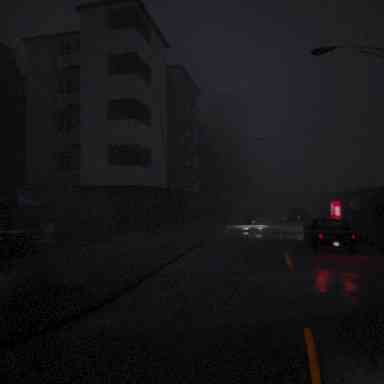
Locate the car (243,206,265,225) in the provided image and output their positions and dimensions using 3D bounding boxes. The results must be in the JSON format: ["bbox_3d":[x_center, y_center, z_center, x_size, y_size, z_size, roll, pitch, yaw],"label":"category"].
[{"bbox_3d":[6.053,2.326,32.142,2.033,1.411,5.357,-1,-2,13],"label":"car"}]

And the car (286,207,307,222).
[{"bbox_3d":[11.060,2.292,35.025,2.128,1.511,4.902,-1,-2,13],"label":"car"}]

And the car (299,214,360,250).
[{"bbox_3d":[6.622,1.961,16.306,1.895,1.301,4.718,-1,-2,13],"label":"car"}]

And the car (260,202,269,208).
[{"bbox_3d":[15.568,2.895,71.530,1.837,1.490,4.892,-1,-2,13],"label":"car"}]
